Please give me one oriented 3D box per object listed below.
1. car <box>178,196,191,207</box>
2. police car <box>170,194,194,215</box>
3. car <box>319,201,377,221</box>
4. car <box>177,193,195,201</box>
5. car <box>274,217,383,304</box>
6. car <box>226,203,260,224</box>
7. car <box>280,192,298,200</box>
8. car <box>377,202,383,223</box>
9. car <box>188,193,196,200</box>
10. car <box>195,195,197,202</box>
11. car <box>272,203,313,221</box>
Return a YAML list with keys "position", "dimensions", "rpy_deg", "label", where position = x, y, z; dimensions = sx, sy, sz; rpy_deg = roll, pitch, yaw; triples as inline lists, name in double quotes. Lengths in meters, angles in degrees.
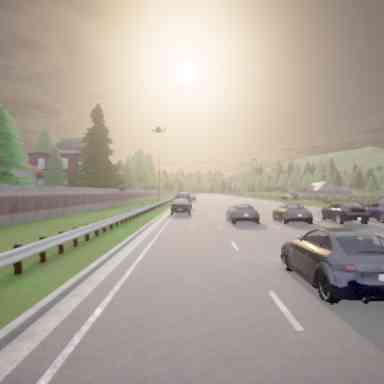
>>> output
- position: [-1.047, 1.367, 48.092]
  dimensions: [1.837, 1.490, 4.892]
  rpy_deg: [0, 0, 0]
  label: "car"
- position: [-1.048, 1.333, 32.202]
  dimensions: [1.930, 1.638, 5.238]
  rpy_deg: [0, 0, 0]
  label: "police car"
- position: [10.602, 1.437, 23.482]
  dimensions: [1.837, 1.490, 4.892]
  rpy_deg: [0, 0, 0]
  label: "car"
- position: [-1.047, 1.102, 42.121]
  dimensions: [2.150, 2.045, 5.566]
  rpy_deg: [0, 0, 0]
  label: "car"
- position: [3.600, 1.540, 8.132]
  dimensions: [1.994, 1.385, 4.181]
  rpy_deg: [0, 0, 0]
  label: "car"
- position: [3.602, 1.494, 24.095]
  dimensions: [1.994, 1.385, 4.181]
  rpy_deg: [0, 0, 0]
  label: "car"
- position: [22.928, 0.987, 78.198]
  dimensions: [3.866, 1.878, 1.905]
  rpy_deg: [0, 0, 0]
  label: "car"
- position: [14.101, 1.455, 24.430]
  dimensions: [1.812, 1.442, 4.674]
  rpy_deg: [0, 0, 0]
  label: "car"
- position: [0.009, 1.121, 82.712]
  dimensions: [1.837, 1.490, 4.892]
  rpy_deg: [0, 0, 0]
  label: "car"
- position: [0.008, 1.261, 67.703]
  dimensions: [2.128, 1.511, 4.902]
  rpy_deg: [0, 0, 0]
  label: "car"
- position: [7.101, 1.495, 23.880]
  dimensions: [1.994, 1.385, 4.181]
  rpy_deg: [0, 0, 0]
  label: "car"
